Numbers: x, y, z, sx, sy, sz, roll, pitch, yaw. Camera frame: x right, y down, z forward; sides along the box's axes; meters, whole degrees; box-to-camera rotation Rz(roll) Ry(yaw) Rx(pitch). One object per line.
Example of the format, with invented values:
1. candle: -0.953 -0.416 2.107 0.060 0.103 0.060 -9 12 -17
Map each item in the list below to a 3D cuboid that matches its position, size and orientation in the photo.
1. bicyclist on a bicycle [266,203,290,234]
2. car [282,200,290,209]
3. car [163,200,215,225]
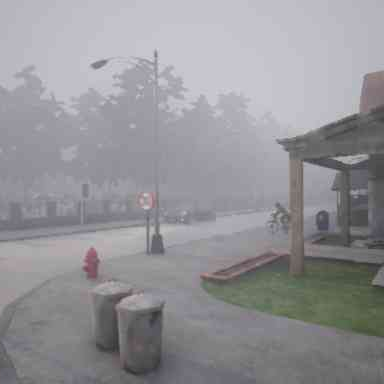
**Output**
1. bicyclist on a bicycle: 4.738 1.418 17.776 1.656 1.620 0.582 -1 -1 35
2. car: 13.458 1.722 44.331 1.994 1.385 4.181 -1 -1 36
3. car: -0.142 1.511 25.394 2.097 1.767 4.553 -1 -1 36
